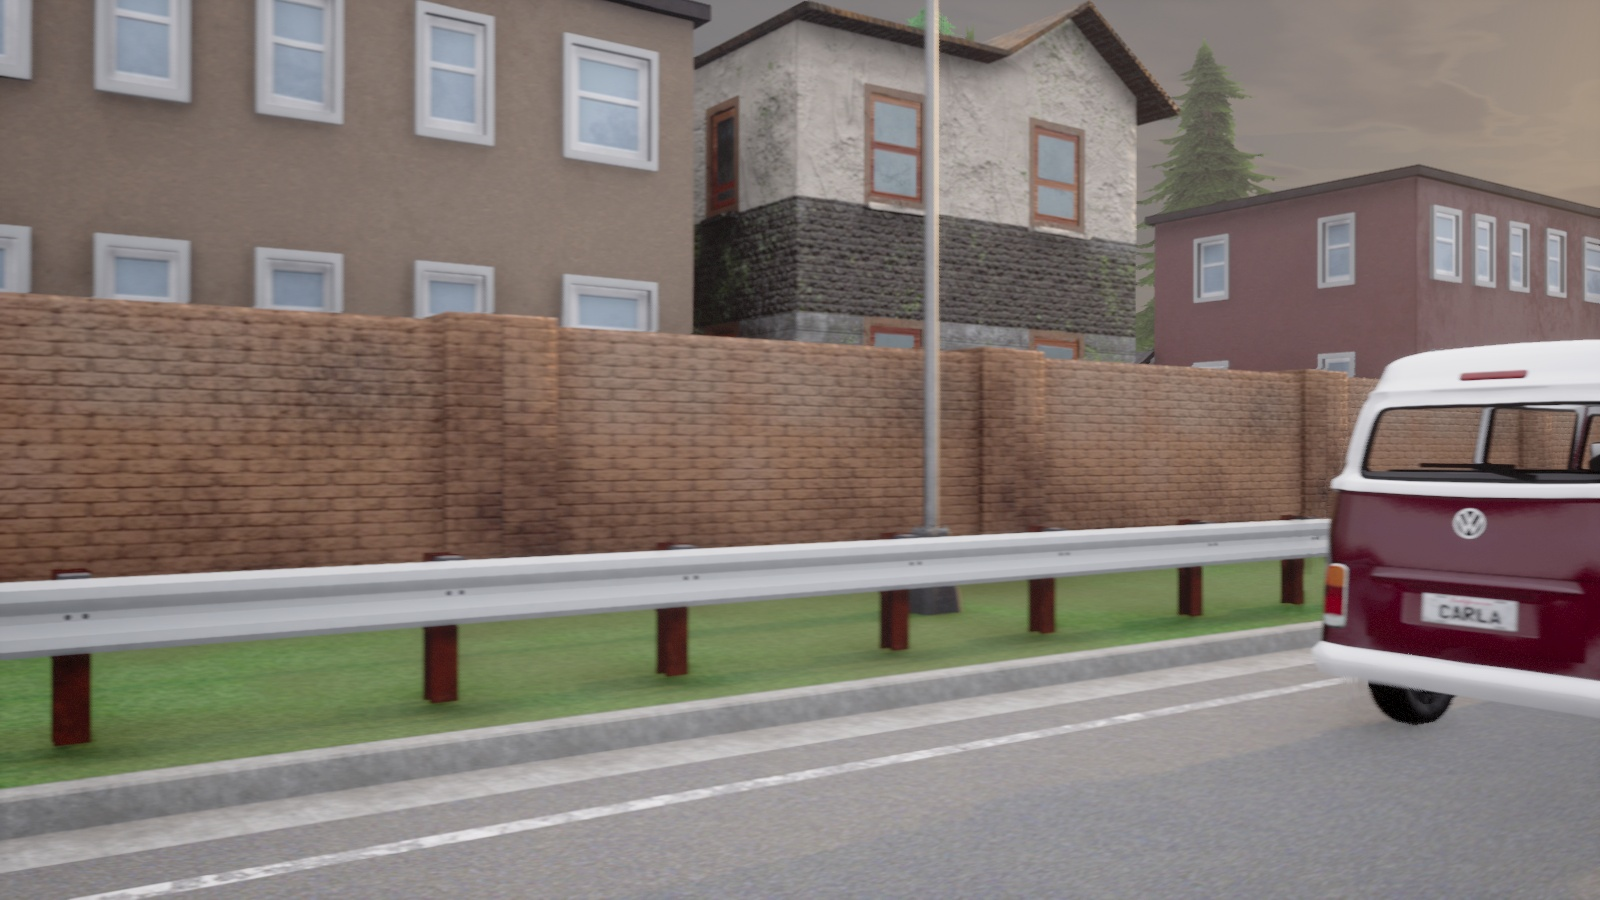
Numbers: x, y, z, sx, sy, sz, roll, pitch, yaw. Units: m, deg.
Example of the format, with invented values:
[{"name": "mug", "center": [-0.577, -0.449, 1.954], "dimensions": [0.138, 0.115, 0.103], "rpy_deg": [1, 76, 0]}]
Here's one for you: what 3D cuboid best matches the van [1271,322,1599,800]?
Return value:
[{"name": "van", "center": [4.934, 0.475, 7.094], "dimensions": [4.480, 2.038, 2.069], "rpy_deg": [0, 0, -35]}]
